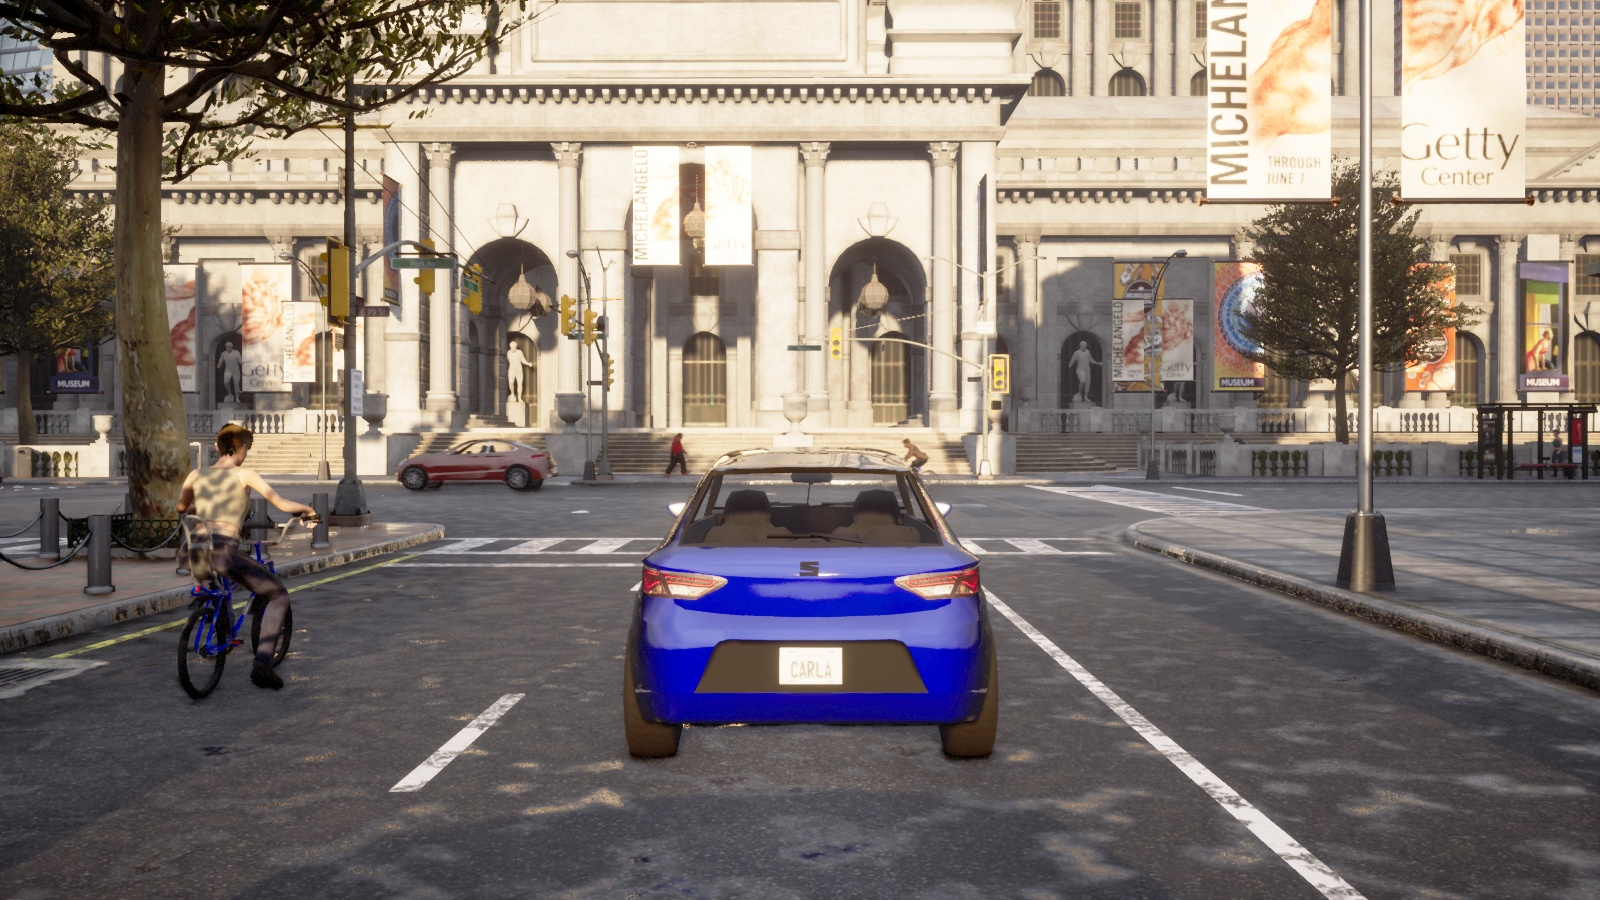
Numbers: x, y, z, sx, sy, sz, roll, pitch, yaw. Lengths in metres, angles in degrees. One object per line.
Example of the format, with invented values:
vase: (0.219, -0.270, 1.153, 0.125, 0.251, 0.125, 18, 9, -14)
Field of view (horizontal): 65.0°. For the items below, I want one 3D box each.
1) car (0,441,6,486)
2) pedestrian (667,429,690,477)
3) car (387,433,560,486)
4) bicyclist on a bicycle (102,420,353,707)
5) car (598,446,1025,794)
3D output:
car: (-28.281, 0.459, 40.749, 3.806, 1.475, 1.970, 0, 0, 1)
pedestrian: (-4.736, 0.123, 48.985, 0.899, 1.844, 0.634, 0, 0, -5)
car: (-10.470, 0.288, 40.576, 5.027, 1.651, 2.152, 0, 0, 1)
bicyclist on a bicycle: (-3.492, 0.636, 7.820, 0.866, 1.612, 1.509, 0, 0, 0)
car: (0.057, 0.718, 7.451, 1.816, 1.474, 4.193, 0, 0, 0)
